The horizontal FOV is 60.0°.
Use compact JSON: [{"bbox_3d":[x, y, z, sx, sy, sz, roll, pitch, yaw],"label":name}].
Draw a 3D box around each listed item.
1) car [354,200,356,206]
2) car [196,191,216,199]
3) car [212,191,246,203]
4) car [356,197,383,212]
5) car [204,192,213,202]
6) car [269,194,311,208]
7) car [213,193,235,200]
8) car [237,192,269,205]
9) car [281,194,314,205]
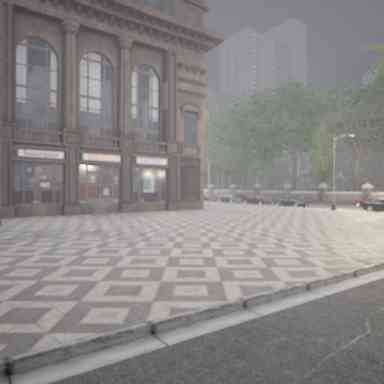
[{"bbox_3d":[22.003,1.236,40.400,1.887,1.381,4.507,1,0,-35],"label":"car"},{"bbox_3d":[2.854,0.614,67.448,1.967,1.590,4.097,1,0,-35],"label":"car"},{"bbox_3d":[5.476,0.958,48.989,2.008,1.369,4.403,1,0,-35],"label":"car"},{"bbox_3d":[18.244,1.292,30.956,2.008,1.369,4.403,1,0,-35],"label":"car"},{"bbox_3d":[2.284,0.902,53.497,1.802,1.307,4.206,1,0,-35],"label":"car"},{"bbox_3d":[11.860,1.143,39.972,1.947,1.339,4.313,1,0,-35],"label":"car"},{"bbox_3d":[6.042,0.845,62.941,1.802,1.307,4.206,1,0,-35],"label":"car"},{"bbox_3d":[8.668,1.037,44.481,1.887,1.381,4.507,1,0,-35],"label":"car"},{"bbox_3d":[15.619,1.090,49.416,1.947,1.339,4.313,1,0,-35],"label":"car"}]
